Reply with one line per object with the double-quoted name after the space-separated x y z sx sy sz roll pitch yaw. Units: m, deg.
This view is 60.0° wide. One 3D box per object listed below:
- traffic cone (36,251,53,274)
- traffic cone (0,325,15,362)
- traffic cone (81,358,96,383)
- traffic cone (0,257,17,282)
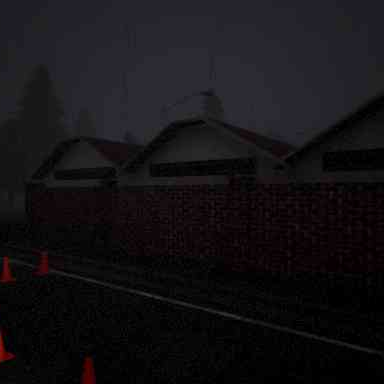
-4.109 1.953 9.278 0.340 0.580 0.340 0 0 36 "traffic cone"
-2.649 1.953 4.496 0.340 0.580 0.340 0 0 36 "traffic cone"
-1.034 1.956 3.316 0.340 0.580 0.340 0 0 36 "traffic cone"
-4.699 1.952 8.470 0.340 0.580 0.340 0 0 36 "traffic cone"
